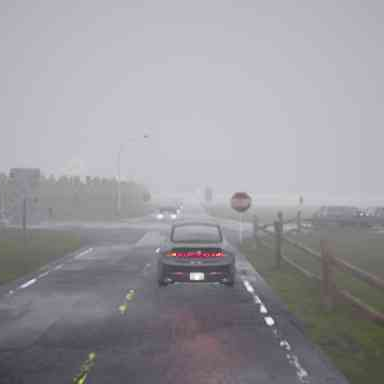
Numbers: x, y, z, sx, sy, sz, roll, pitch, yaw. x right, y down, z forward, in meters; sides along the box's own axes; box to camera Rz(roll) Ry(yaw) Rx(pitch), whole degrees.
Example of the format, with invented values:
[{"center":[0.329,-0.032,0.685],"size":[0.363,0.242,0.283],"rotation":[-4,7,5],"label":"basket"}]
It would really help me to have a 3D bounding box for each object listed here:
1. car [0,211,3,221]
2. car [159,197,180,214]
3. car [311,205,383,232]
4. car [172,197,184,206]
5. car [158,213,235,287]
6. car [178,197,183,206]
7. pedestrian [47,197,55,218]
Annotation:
[{"center":[-15.523,1.363,22.524],"size":[5.008,1.535,1.882],"rotation":[1,-1,1],"label":"car"},{"center":[-2.827,1.744,40.139],"size":[1.882,1.535,5.008],"rotation":[0,0,0],"label":"car"},{"center":[10.626,1.704,22.607],"size":[4.553,1.767,2.097],"rotation":[1,-1,-4],"label":"car"},{"center":[-2.753,1.779,64.228],"size":[2.097,1.767,4.553],"rotation":[0,0,0],"label":"car"},{"center":[0.104,1.568,9.499],"size":[1.837,1.490,4.892],"rotation":[0,-1,0],"label":"car"},{"center":[-2.821,1.813,50.444],"size":[1.882,1.535,5.008],"rotation":[0,0,0],"label":"car"},{"center":[-12.164,1.326,28.551],"size":[0.375,1.860,0.375],"rotation":[0,-2,0],"label":"pedestrian"}]
